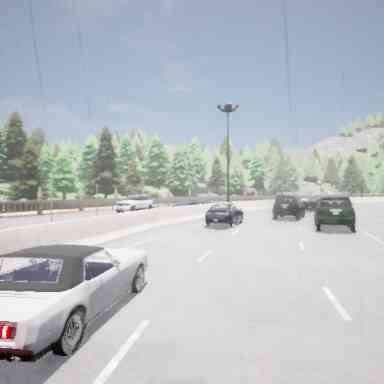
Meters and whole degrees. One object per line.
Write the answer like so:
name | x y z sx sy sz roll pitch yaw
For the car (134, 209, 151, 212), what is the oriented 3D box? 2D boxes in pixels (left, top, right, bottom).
car | -6.599 1.364 38.303 2.150 2.045 5.566 0 0 26

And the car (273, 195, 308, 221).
car | 8.422 1.292 28.696 2.150 2.045 5.566 0 0 24

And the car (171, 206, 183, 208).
car | -0.560 1.685 42.218 2.033 1.411 5.357 0 0 30

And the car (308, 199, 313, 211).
car | 14.784 1.564 40.110 1.882 1.535 5.008 0 0 32

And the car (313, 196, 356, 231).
car | 8.945 1.266 21.014 2.150 2.045 5.566 0 0 20

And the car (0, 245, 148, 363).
car | -2.311 1.628 6.125 1.895 1.301 4.718 0 0 10

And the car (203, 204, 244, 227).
car | 2.352 1.559 23.243 2.128 1.511 4.902 0 0 20
